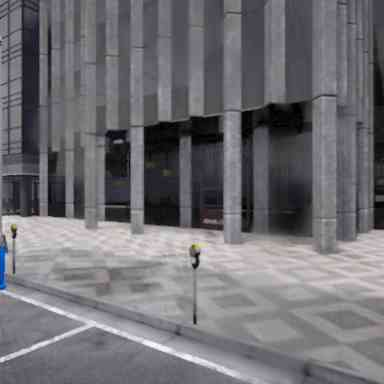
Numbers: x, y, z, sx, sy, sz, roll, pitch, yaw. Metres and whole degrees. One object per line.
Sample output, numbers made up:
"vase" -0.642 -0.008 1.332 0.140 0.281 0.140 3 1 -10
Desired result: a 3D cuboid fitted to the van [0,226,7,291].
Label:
"van" -5.593 1.339 7.069 3.998 1.788 1.690 0 0 35
